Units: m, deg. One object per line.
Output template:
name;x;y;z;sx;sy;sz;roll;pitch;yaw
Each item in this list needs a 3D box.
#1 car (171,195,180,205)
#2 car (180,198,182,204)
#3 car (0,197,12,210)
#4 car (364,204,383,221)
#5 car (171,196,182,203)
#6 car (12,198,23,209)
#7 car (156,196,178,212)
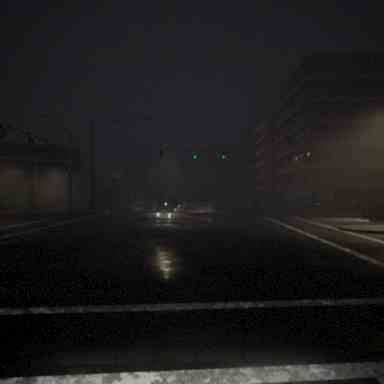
car;-3.083;1.471;48.065;1.882;1.535;5.008;0;0;0
car;-3.081;1.344;58.068;2.097;1.767;4.553;0;0;0
car;-23.226;1.290;36.971;4.611;1.667;2.242;0;0;1
car;16.280;1.560;26.953;4.181;1.385;1.994;0;0;1
car;-3.143;1.538;68.415;2.033;1.411;5.357;0;0;0
car;-23.930;1.450;42.723;3.806;1.475;1.970;0;0;1
car;-3.041;1.542;38.488;2.033;1.411;5.357;0;0;0
